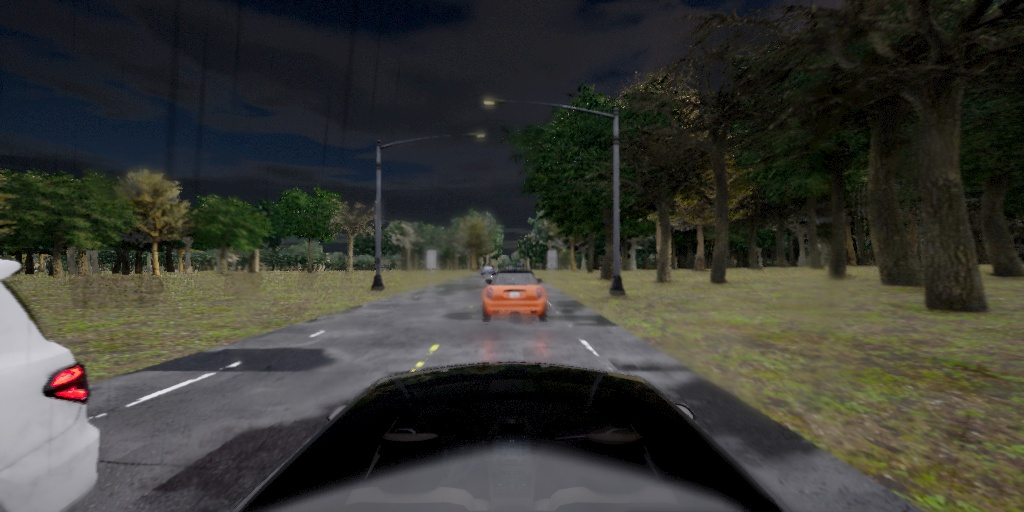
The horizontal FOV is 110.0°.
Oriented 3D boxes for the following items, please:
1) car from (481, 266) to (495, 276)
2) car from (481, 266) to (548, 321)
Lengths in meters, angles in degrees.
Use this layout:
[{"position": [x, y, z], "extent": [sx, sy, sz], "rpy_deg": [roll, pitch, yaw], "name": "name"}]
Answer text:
[{"position": [-3.593, 2.247, 53.844], "extent": [1.812, 1.442, 4.674], "rpy_deg": [0, -2, 0], "name": "car"}, {"position": [0.094, 1.263, 13.296], "extent": [2.097, 1.767, 4.553], "rpy_deg": [0, -1, 0], "name": "car"}]
